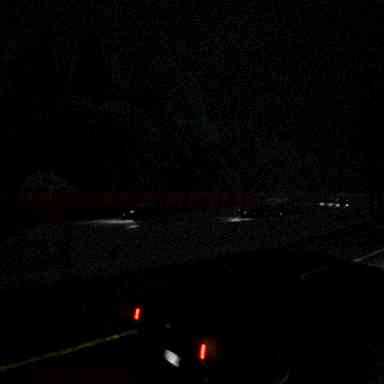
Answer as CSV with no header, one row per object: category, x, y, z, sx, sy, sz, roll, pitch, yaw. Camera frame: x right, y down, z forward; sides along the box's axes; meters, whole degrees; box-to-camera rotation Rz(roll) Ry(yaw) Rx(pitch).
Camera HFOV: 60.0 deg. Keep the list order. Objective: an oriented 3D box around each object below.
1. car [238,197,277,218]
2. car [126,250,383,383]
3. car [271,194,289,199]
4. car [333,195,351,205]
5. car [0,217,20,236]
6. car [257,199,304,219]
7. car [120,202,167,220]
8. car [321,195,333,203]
car,5.963,1.547,31.130,1.837,1.490,4.892,0,0,33
car,1.494,1.607,5.212,4.718,1.301,1.895,0,0,-39
car,12.854,1.278,49.484,2.150,2.045,5.566,0,0,30
car,27.966,1.388,61.364,2.097,1.767,4.553,0,0,31
car,-11.720,1.669,17.239,4.718,1.301,1.895,0,0,-37
car,7.543,1.577,27.198,2.033,1.411,5.357,0,0,35
car,-4.151,1.594,29.220,1.812,1.442,4.674,0,0,39
car,27.585,1.393,67.644,2.097,1.767,4.553,0,0,30
